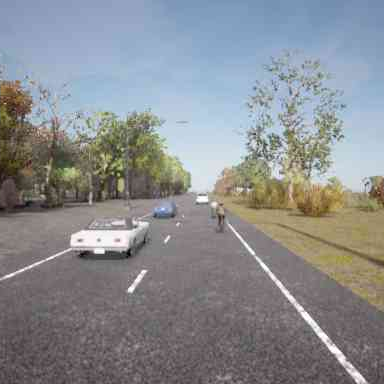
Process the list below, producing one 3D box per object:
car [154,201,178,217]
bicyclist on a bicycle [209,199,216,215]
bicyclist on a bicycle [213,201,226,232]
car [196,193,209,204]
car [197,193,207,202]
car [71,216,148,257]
[{"bbox_3d":[-2.407,1.522,31.018,2.033,1.411,5.357,0,0,2],"label":"car"},{"bbox_3d":[1.897,1.415,27.954,0.866,1.612,1.509,0,0,1],"label":"bicyclist on a bicycle"},{"bbox_3d":[1.612,1.439,18.246,0.582,1.620,1.656,0,0,2],"label":"bicyclist on a bicycle"},{"bbox_3d":[1.899,1.179,60.316,2.150,2.045,5.566,0,0,2],"label":"car"},{"bbox_3d":[2.186,1.172,74.334,2.150,2.045,5.566,0,0,2],"label":"car"},{"bbox_3d":[-2.904,1.589,12.898,1.895,1.301,4.718,0,0,2],"label":"car"}]
